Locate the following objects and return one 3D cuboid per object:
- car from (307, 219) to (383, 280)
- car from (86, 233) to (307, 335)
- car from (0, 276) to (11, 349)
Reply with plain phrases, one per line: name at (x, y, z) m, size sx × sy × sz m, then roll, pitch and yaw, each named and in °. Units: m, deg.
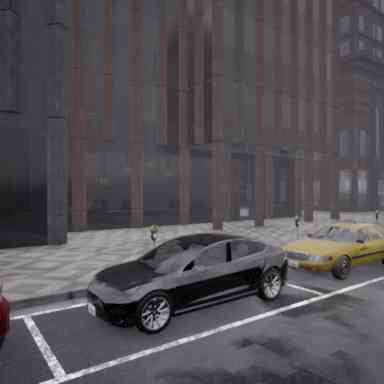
car at (4.564, 1.522, 9.931) m, size 4.829 × 1.417 × 1.752 m, roll 0°, pitch 0°, yaw -36°
car at (0.122, 1.564, 6.746) m, size 4.313 × 1.339 × 1.947 m, roll 0°, pitch 0°, yaw -36°
car at (-4.459, 1.545, 3.463) m, size 4.507 × 1.381 × 1.887 m, roll 0°, pitch 0°, yaw -36°
